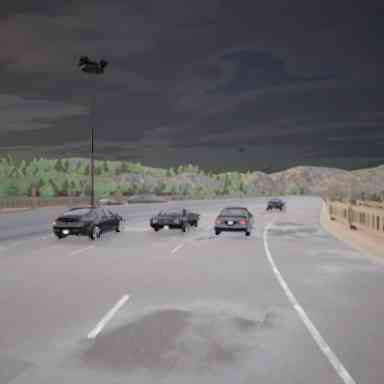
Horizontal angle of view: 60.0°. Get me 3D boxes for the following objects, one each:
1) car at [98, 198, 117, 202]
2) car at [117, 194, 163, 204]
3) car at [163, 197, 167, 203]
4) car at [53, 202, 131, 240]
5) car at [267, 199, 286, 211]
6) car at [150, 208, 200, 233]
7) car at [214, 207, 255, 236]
[{"bbox_3d":[-11.241,1.543,44.005,1.812,1.442,4.674,0,0,22],"label":"car"},{"bbox_3d":[-5.900,1.242,38.492,2.150,2.045,5.566,0,-1,22],"label":"car"},{"bbox_3d":[-5.438,1.406,49.111,2.097,1.767,4.553,0,0,22],"label":"car"},{"bbox_3d":[-5.019,1.482,16.801,1.837,1.490,4.892,0,0,11],"label":"car"},{"bbox_3d":[10.520,1.588,41.483,1.837,1.490,4.892,0,0,21],"label":"car"},{"bbox_3d":[-0.839,1.595,19.709,1.895,1.301,4.718,0,0,14],"label":"car"},{"bbox_3d":[2.473,1.551,18.690,2.033,1.411,5.357,0,0,14],"label":"car"}]
